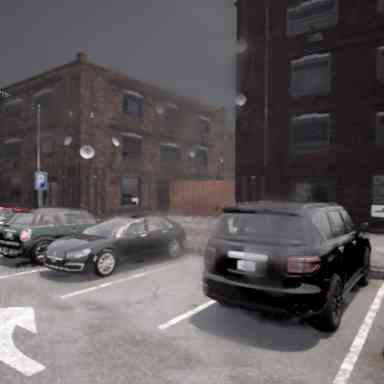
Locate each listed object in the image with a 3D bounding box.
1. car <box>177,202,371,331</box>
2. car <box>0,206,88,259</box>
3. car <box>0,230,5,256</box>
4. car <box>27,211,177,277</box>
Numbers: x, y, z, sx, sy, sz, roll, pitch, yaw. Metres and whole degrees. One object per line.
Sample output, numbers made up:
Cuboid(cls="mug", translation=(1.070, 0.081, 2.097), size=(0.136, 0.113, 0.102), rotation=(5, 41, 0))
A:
Cuboid(cls="car", translation=(2.385, 1.227, 7.285), size=(2.435, 2.045, 5.566), rotation=(0, 0, 35))
Cuboid(cls="car", translation=(-4.392, 1.346, 12.035), size=(2.185, 1.767, 4.553), rotation=(0, 0, 35))
Cuboid(cls="car", translation=(-6.815, 1.593, 8.234), size=(4.718, 1.301, 1.895), rotation=(0, 0, 35))
Cuboid(cls="car", translation=(-2.120, 1.478, 10.464), size=(2.231, 1.521, 4.892), rotation=(0, 0, 35))
